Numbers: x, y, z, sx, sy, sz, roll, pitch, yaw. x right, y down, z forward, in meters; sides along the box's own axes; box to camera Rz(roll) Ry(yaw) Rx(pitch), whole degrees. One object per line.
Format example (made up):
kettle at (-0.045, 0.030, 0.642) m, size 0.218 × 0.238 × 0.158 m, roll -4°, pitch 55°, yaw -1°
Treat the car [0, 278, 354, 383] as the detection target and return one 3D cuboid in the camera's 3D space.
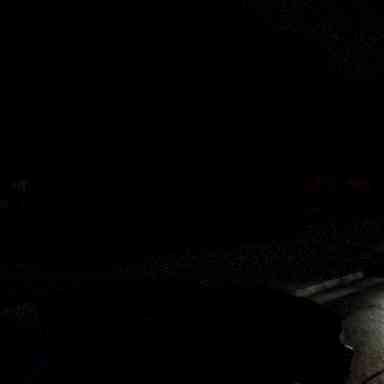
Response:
car at (-0.808, 1.544, 2.526) m, size 5.357 × 1.411 × 2.033 m, roll -1°, pitch 0°, yaw -38°
